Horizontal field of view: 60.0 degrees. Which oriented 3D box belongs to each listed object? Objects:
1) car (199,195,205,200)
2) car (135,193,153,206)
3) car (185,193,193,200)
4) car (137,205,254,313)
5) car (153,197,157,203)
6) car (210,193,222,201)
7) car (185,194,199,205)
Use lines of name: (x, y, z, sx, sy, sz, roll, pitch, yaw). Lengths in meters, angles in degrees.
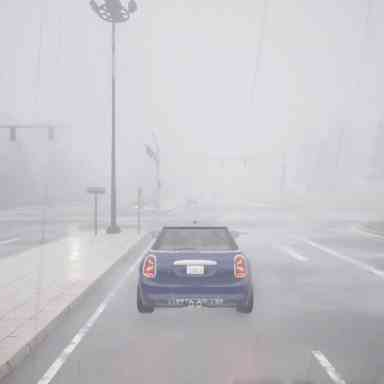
car: (2.688, 1.524, 95.407, 1.812, 1.442, 4.674, 0, 0, -1)
car: (-8.270, 1.352, 56.005, 2.097, 1.767, 4.553, 0, 0, -1)
car: (-0.814, 1.189, 95.506, 2.150, 2.045, 5.566, 0, 0, -1)
car: (0.071, 1.352, 7.826, 2.097, 1.767, 4.553, 0, 0, 0)
car: (-8.368, 1.547, 65.619, 2.033, 1.411, 5.357, 0, 0, 0)
car: (6.356, 1.215, 84.937, 2.150, 2.045, 5.566, 0, 0, -1)
car: (-0.161, 1.526, 54.646, 1.812, 1.442, 4.674, 0, 0, -1)
